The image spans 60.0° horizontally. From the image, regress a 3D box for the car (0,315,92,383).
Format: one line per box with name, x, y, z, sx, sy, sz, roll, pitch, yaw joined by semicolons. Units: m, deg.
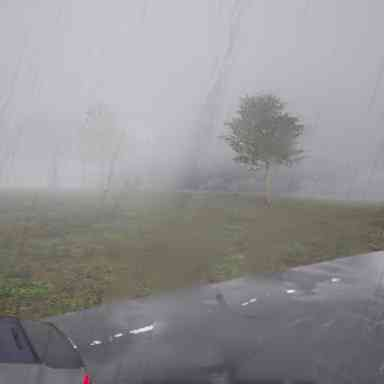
car;-2.739;1.560;1.923;4.181;1.385;1.994;0;0;-35
